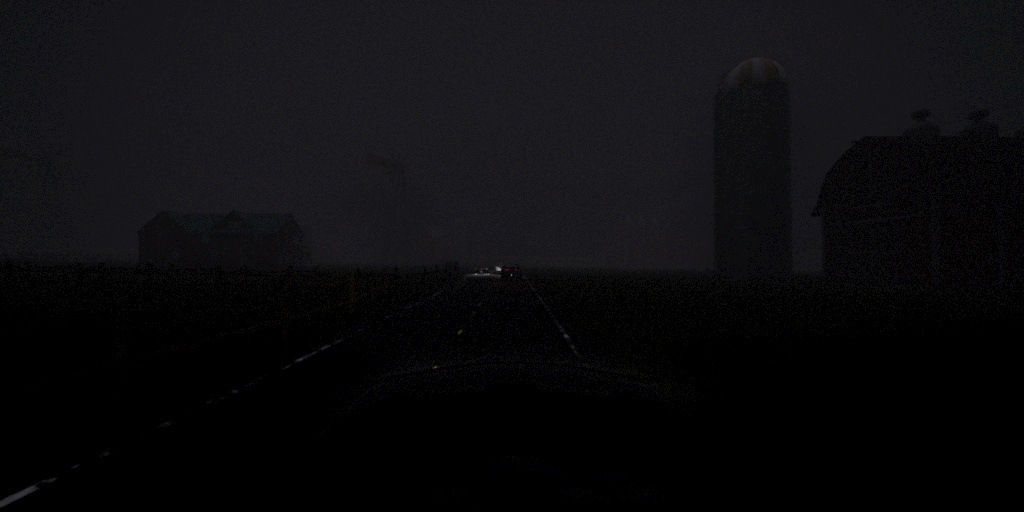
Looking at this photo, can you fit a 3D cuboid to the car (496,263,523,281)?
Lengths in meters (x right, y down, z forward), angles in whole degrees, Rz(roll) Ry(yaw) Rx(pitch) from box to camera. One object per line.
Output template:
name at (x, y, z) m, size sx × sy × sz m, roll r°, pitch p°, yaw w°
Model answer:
car at (-0.107, 1.368, 31.847) m, size 2.128 × 1.511 × 4.902 m, roll 0°, pitch 0°, yaw -2°

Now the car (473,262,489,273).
car at (-4.061, 1.498, 45.996) m, size 2.033 × 1.411 × 5.357 m, roll 0°, pitch 0°, yaw -8°

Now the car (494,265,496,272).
car at (-1.307, 1.524, 45.924) m, size 1.895 × 1.301 × 4.718 m, roll 0°, pitch 0°, yaw -7°
